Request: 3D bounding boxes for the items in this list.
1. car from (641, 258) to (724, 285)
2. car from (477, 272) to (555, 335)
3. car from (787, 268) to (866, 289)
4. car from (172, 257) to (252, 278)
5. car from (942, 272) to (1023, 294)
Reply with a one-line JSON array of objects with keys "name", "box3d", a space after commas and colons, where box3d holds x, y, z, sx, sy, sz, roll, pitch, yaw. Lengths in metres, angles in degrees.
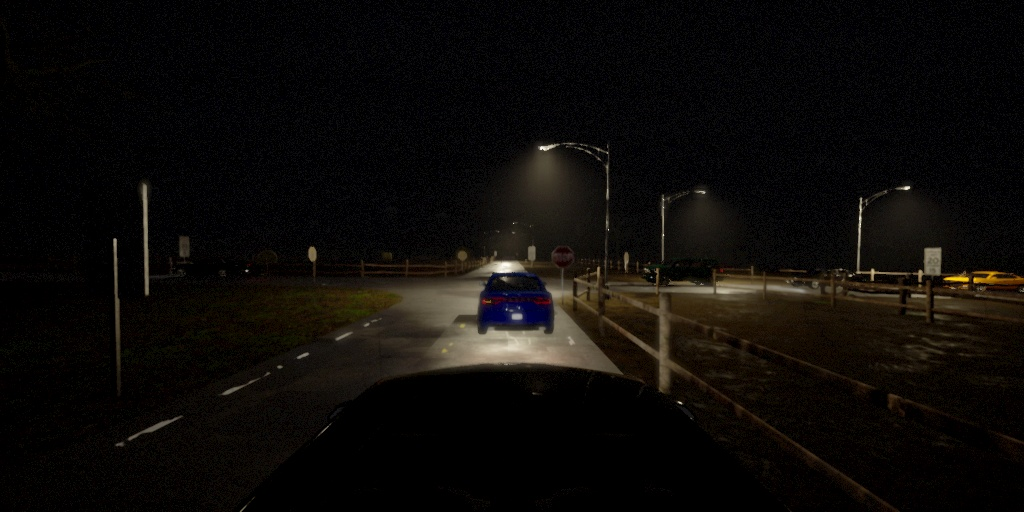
[{"name": "car", "box3d": [12.424, 1.127, 26.281, 5.566, 2.045, 2.150, 1, 1, 1]}, {"name": "car", "box3d": [0.047, 1.194, 10.487, 1.882, 1.535, 5.008, 0, 0, -2]}, {"name": "car", "box3d": [22.992, 1.637, 26.325, 4.892, 1.490, 1.837, 1, 1, 0]}, {"name": "car", "box3d": [-21.627, 0.790, 25.965, 4.892, 1.490, 1.837, 1, 1, 0]}, {"name": "car", "box3d": [34.880, 1.895, 26.411, 5.008, 1.535, 1.882, 1, 1, 0]}]
